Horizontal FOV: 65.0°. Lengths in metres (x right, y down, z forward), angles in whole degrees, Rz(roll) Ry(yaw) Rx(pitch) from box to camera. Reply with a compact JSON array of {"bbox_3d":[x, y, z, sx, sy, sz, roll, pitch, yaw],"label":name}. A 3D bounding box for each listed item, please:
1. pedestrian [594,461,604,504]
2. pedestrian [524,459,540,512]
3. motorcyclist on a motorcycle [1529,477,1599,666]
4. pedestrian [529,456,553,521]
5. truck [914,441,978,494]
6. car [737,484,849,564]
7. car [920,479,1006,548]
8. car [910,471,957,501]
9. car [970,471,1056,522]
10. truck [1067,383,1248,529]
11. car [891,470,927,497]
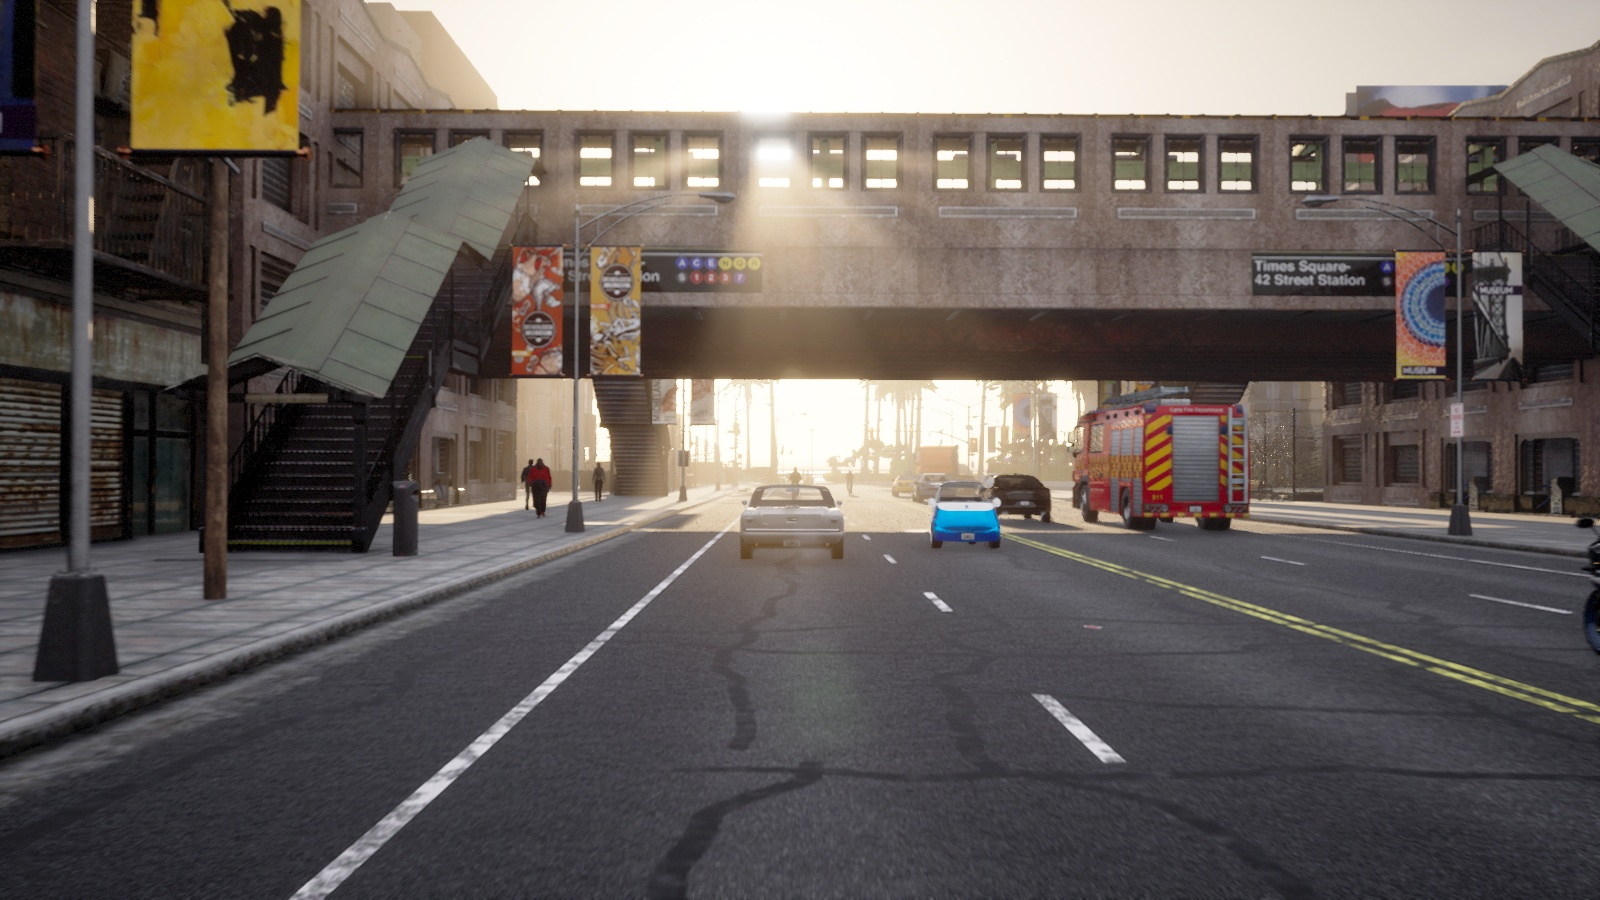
[{"bbox_3d":[-8.762,1.421,54.819,0.331,1.846,0.634,0,-1,1],"label":"pedestrian"},{"bbox_3d":[-9.426,1.247,44.222,0.370,1.835,0.726,0,-1,5],"label":"pedestrian"},{"bbox_3d":[6.960,0.991,10.093,0.866,1.530,2.191,0,-1,-1],"label":"motorcyclist on a motorcycle"},{"bbox_3d":[-7.474,1.106,36.272,0.634,1.844,0.899,0,-1,-8],"label":"pedestrian"},{"bbox_3d":[9.908,1.233,86.217,2.891,3.462,7.936,0,-1,-4],"label":"truck"},{"bbox_3d":[-0.132,1.311,23.667,1.895,1.301,4.718,0,-1,0],"label":"car"},{"bbox_3d":[3.354,1.292,26.092,1.481,1.376,2.207,0,-1,0],"label":"car"},{"bbox_3d":[6.796,1.824,64.152,1.970,1.475,3.806,0,-1,0],"label":"car"},{"bbox_3d":[6.783,1.441,40.485,1.882,1.535,5.008,0,-1,0],"label":"car"},{"bbox_3d":[10.291,0.231,37.223,2.891,3.827,8.468,0,-1,0],"label":"truck"},{"bbox_3d":[6.700,2.018,77.324,1.801,1.575,5.366,0,-1,1],"label":"car"}]
